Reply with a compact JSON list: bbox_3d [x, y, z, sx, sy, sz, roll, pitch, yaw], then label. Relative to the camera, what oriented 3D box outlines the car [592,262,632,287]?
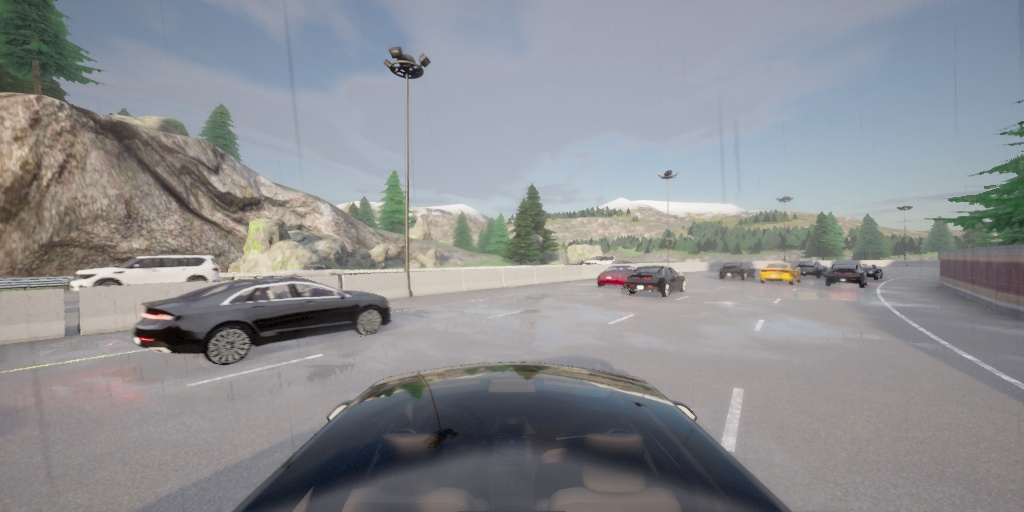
[{"bbox_3d":[7.362,1.314,23.751,1.994,1.385,4.181,0,0,42],"label":"car"}]

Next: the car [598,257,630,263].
[{"bbox_3d":[13.266,1.228,44.265,5.008,1.535,1.882,0,0,-40],"label":"car"}]

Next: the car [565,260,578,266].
[{"bbox_3d":[9.758,1.304,50.461,5.357,1.411,2.033,0,0,-40],"label":"car"}]

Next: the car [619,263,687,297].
[{"bbox_3d":[7.732,1.254,18.957,1.837,1.490,4.892,0,0,41],"label":"car"}]

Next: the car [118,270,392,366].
[{"bbox_3d":[-5.091,1.240,8.170,2.128,1.511,4.902,0,0,34],"label":"car"}]

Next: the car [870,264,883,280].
[{"bbox_3d":[30.430,1.351,30.914,4.718,1.301,1.895,0,0,-39],"label":"car"}]

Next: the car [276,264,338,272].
[{"bbox_3d":[-16.200,1.351,28.784,1.895,1.301,4.718,0,0,38],"label":"car"}]

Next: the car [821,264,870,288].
[{"bbox_3d":[22.486,1.255,24.085,4.892,1.490,1.837,0,0,-43],"label":"car"}]

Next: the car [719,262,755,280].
[{"bbox_3d":[19.459,1.254,30.817,4.892,1.490,1.837,0,0,-42],"label":"car"}]

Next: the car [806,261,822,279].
[{"bbox_3d":[27.713,1.241,33.200,4.902,1.511,2.128,0,0,-39],"label":"car"}]

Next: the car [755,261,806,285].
[{"bbox_3d":[19.769,1.228,26.330,5.008,1.535,1.882,0,0,-44],"label":"car"}]

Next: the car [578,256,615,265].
[{"bbox_3d":[11.706,0.965,47.527,5.566,2.045,2.150,0,0,-40],"label":"car"}]

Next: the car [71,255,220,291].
[{"bbox_3d":[-19.057,0.971,19.080,2.150,2.045,5.566,0,0,35],"label":"car"}]
